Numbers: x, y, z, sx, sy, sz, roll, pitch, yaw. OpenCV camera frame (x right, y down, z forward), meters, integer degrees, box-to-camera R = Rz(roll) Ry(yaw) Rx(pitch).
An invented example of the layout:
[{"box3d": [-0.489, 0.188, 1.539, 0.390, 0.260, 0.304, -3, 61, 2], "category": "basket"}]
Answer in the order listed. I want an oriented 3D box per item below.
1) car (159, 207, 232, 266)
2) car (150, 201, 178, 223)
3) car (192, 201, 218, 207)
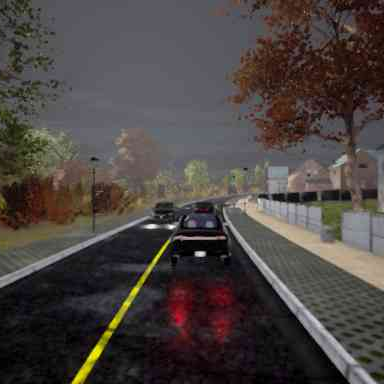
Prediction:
[{"box3d": [0.303, 1.500, 11.632, 2.128, 1.511, 4.902, 0, 0, 2], "category": "car"}, {"box3d": [-2.021, 1.498, 25.639, 1.837, 1.490, 4.892, 0, 0, 3], "category": "car"}, {"box3d": [1.035, 1.495, 27.541, 1.837, 1.490, 4.892, 0, 0, 4], "category": "car"}]
